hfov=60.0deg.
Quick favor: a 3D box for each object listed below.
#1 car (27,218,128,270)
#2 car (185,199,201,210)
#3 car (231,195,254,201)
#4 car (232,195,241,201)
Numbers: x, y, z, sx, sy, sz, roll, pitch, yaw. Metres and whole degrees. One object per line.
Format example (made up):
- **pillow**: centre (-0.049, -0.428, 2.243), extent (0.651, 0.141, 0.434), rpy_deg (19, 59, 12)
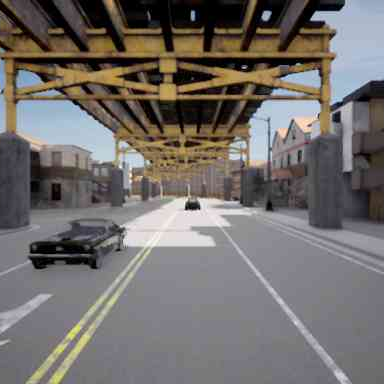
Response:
- **car**: centre (-3.543, 1.594, 11.168), extent (1.895, 1.301, 4.718), rpy_deg (0, 0, 1)
- **car**: centre (0.089, 1.541, 42.173), extent (1.994, 1.385, 4.181), rpy_deg (0, 0, 0)
- **car**: centre (12.207, 1.410, 80.432), extent (4.974, 1.542, 2.038), rpy_deg (0, 0, 30)
- **car**: centre (12.252, 1.252, 80.406), extent (4.536, 1.218, 1.853), rpy_deg (0, 0, 30)
